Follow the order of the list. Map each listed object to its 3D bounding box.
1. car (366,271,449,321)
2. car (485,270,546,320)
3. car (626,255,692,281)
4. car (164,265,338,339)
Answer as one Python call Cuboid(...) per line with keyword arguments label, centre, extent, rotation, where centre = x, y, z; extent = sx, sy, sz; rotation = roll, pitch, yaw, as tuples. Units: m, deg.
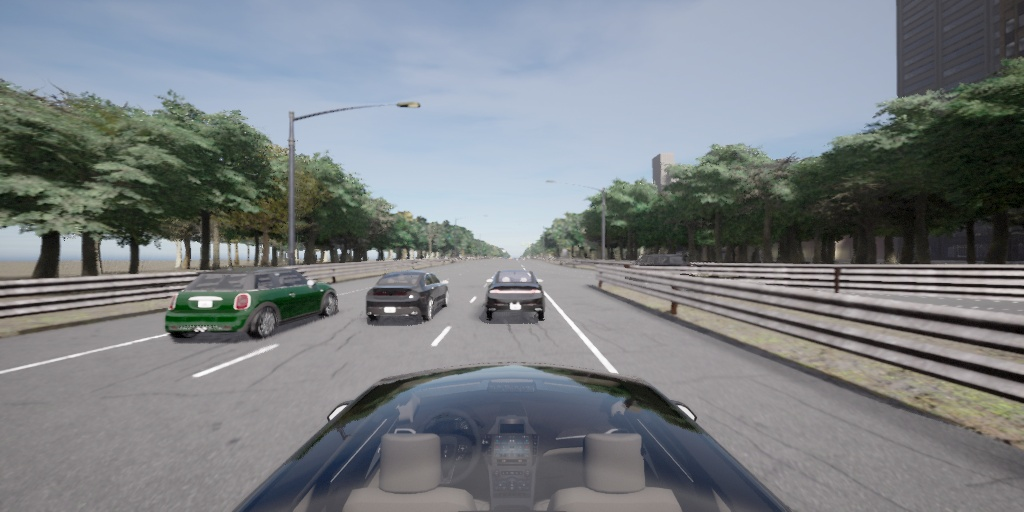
Cuboid(label="car", centre=(-3.403, 1.246, 12.410), extent=(1.837, 1.490, 4.892), rotation=(0, 0, 0))
Cuboid(label="car", centre=(0.095, 1.232, 12.611), extent=(2.128, 1.511, 4.902), rotation=(0, 0, 0))
Cuboid(label="car", centre=(10.778, 0.922, 27.015), extent=(2.150, 2.045, 5.566), rotation=(0, 0, -21))
Cuboid(label="car", centre=(-6.901, 1.096, 10.190), extent=(2.097, 1.767, 4.553), rotation=(0, 0, 0))
